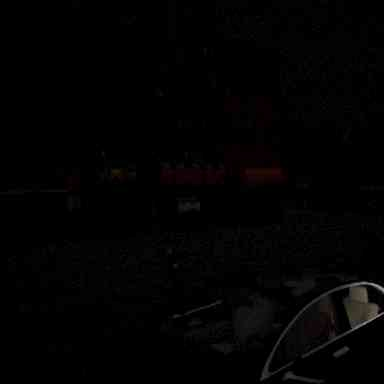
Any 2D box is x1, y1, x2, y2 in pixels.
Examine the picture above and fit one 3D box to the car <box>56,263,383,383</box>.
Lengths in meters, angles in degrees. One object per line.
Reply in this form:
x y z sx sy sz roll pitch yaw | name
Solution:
0.830 1.534 3.435 4.403 1.369 2.008 0 -1 -36 | car
